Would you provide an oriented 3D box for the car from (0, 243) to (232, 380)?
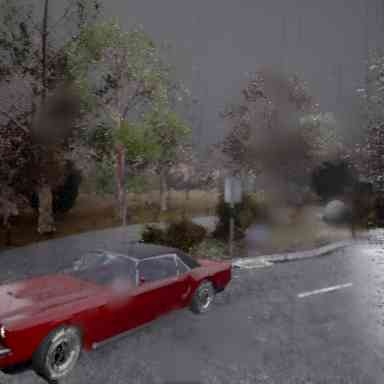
[{"bbox_3d":[-1.307,1.670,5.846,1.895,1.301,4.718,-1,-1,40],"label":"car"}]
